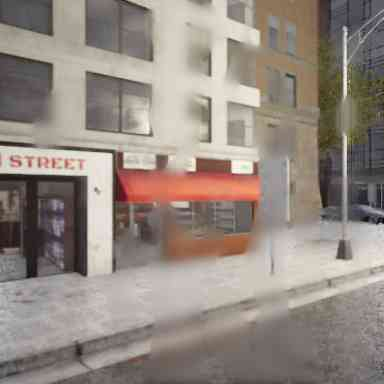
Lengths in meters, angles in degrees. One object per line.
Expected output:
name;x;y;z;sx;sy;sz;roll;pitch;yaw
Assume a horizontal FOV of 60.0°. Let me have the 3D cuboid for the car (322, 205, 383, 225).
car;12.814;1.699;25.689;2.033;1.411;5.357;0;0;-34
